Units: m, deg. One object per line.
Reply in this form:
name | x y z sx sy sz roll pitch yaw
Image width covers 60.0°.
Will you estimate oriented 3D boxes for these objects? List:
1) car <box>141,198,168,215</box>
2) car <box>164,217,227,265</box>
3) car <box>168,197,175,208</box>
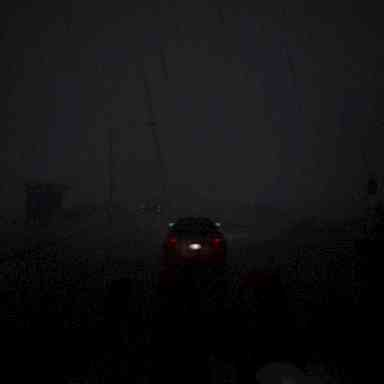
car | -4.089 1.413 35.300 2.097 1.767 4.553 0 0 0
car | 0.097 1.584 11.819 1.994 1.385 4.181 0 0 0
car | -4.068 1.632 49.129 2.033 1.411 5.357 0 0 0
